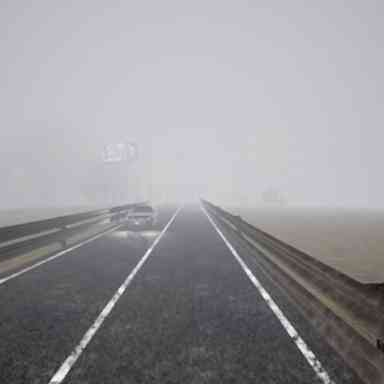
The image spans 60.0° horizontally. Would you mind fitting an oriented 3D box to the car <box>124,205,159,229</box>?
[{"bbox_3d":[-3.309,1.613,22.359,1.812,1.442,4.674,0,0,0],"label":"car"}]
